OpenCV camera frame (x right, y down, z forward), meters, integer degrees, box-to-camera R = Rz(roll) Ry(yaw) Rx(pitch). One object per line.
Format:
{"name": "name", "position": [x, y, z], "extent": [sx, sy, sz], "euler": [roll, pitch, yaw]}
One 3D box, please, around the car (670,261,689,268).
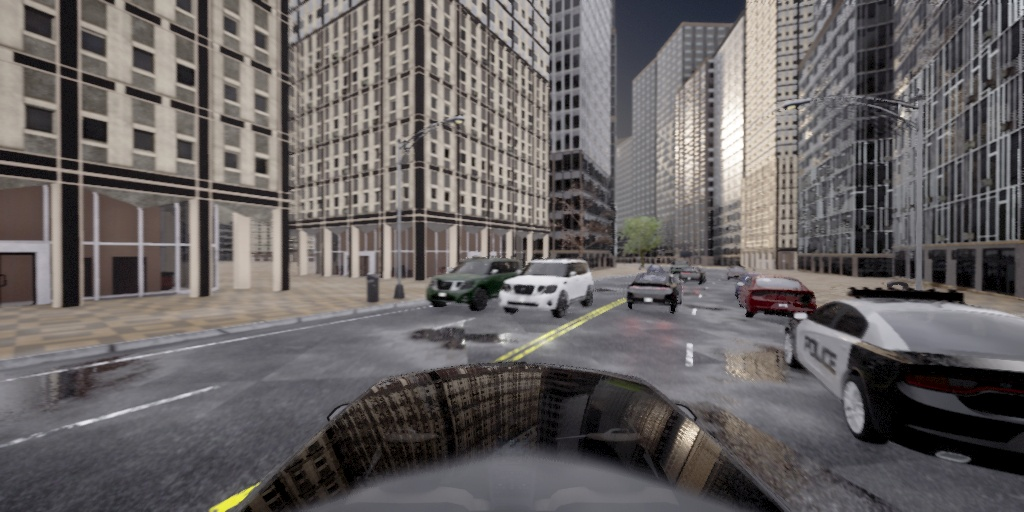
{"name": "car", "position": [23.232, 1.674, 49.462], "extent": [2.150, 2.045, 5.566], "euler": [0, -1, 31]}

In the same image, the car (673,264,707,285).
{"name": "car", "position": [16.112, 1.707, 31.945], "extent": [2.128, 1.511, 4.902], "euler": [0, -1, 33]}

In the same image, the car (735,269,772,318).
{"name": "car", "position": [9.827, 1.448, 13.600], "extent": [1.882, 1.535, 5.008], "euler": [0, -1, 29]}

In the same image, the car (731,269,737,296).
{"name": "car", "position": [12.695, 1.578, 18.701], "extent": [1.812, 1.442, 4.674], "euler": [0, -1, 30]}

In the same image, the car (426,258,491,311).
{"name": "car", "position": [-1.286, 1.105, 15.661], "extent": [2.150, 2.045, 5.566], "euler": [0, -1, 28]}

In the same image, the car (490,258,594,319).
{"name": "car", "position": [1.610, 1.117, 14.184], "extent": [2.150, 2.045, 5.566], "euler": [0, -1, 28]}

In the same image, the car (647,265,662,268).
{"name": "car", "position": [20.395, 1.965, 51.078], "extent": [1.812, 1.442, 4.674], "euler": [0, -1, 31]}

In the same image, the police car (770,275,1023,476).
{"name": "police car", "position": [5.387, 1.260, 5.041], "extent": [1.930, 1.638, 5.238], "euler": [0, -1, 26]}

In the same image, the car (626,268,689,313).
{"name": "car", "position": [6.218, 1.445, 15.455], "extent": [2.128, 1.511, 4.902], "euler": [0, -1, 28]}

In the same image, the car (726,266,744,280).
{"name": "car", "position": [24.454, 1.918, 38.924], "extent": [2.033, 1.411, 5.357], "euler": [0, -1, 34]}
